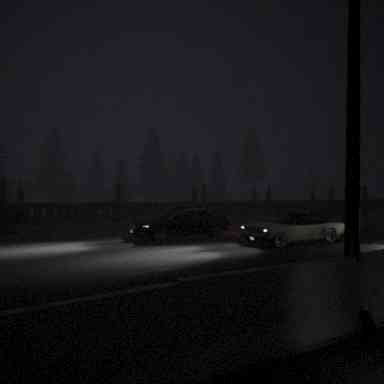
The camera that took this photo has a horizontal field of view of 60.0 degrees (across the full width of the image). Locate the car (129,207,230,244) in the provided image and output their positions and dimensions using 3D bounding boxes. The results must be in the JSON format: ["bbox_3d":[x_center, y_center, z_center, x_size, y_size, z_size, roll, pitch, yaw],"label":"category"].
[{"bbox_3d":[-0.504,1.461,15.773,4.902,1.511,2.128,0,0,-29],"label":"car"}]

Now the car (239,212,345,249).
[{"bbox_3d":[4.404,1.584,14.568,4.718,1.301,1.895,0,0,-28],"label":"car"}]
